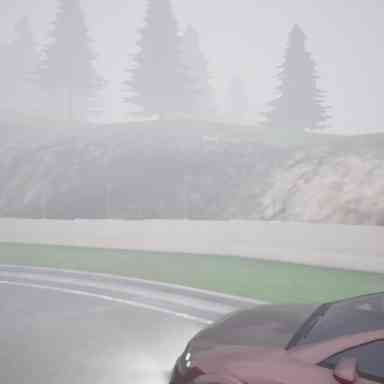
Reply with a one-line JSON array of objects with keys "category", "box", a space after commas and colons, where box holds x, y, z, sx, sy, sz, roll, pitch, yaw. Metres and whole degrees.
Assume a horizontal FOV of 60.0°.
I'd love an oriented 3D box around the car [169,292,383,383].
[{"category": "car", "box": [1.843, 1.563, 2.670, 4.181, 1.385, 1.994, -1, 0, 35]}]
